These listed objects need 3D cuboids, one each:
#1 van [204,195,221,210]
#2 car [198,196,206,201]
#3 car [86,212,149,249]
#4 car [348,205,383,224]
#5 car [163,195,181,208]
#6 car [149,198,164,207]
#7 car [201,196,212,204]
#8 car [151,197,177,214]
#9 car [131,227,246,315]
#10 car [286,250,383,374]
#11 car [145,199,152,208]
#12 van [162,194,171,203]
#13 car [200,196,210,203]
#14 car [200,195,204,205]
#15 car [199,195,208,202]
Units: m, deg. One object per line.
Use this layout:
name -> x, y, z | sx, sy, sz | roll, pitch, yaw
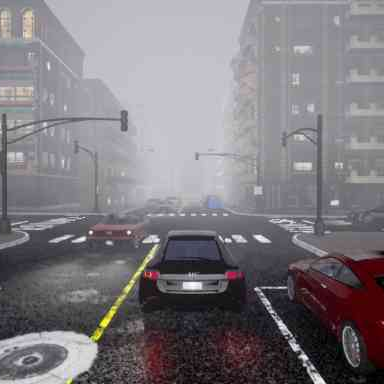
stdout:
van -> 2.847, 1.382, 43.228 | 1.690, 1.788, 3.998 | -1, 0, 0
car -> 2.830, 1.769, 92.895 | 1.947, 1.339, 4.313 | -1, 0, 0
car -> -3.087, 1.605, 14.655 | 1.895, 1.301, 4.718 | 0, 0, 0
car -> 14.628, 1.727, 26.239 | 4.181, 1.385, 1.994 | 1, 0, 0
car -> -3.055, 1.405, 48.776 | 2.097, 1.767, 4.553 | 0, 0, 0
car -> -5.796, 1.632, 54.304 | 1.947, 1.339, 4.313 | -1, 0, 0
car -> 2.735, 1.539, 65.287 | 1.967, 1.590, 4.097 | -1, 0, 0
car -> -2.912, 1.576, 35.791 | 2.033, 1.411, 5.357 | 0, 0, -2
car -> 0.009, 1.564, 7.666 | 1.994, 1.385, 4.181 | 0, 0, 0
car -> 2.797, 1.582, 5.326 | 1.802, 1.307, 4.206 | 0, 0, 0
car -> -5.801, 1.634, 48.782 | 1.802, 1.307, 4.206 | -1, 0, 0
van -> -5.781, 1.479, 76.397 | 1.690, 1.788, 3.998 | -1, 0, 0
car -> 2.741, 1.662, 70.808 | 1.887, 1.381, 4.507 | -1, 0, 0
car -> 2.762, 1.367, 48.725 | 2.192, 1.841, 5.009 | -1, 0, 0
car -> 2.797, 1.598, 81.850 | 1.967, 1.590, 4.097 | -1, 0, 0
